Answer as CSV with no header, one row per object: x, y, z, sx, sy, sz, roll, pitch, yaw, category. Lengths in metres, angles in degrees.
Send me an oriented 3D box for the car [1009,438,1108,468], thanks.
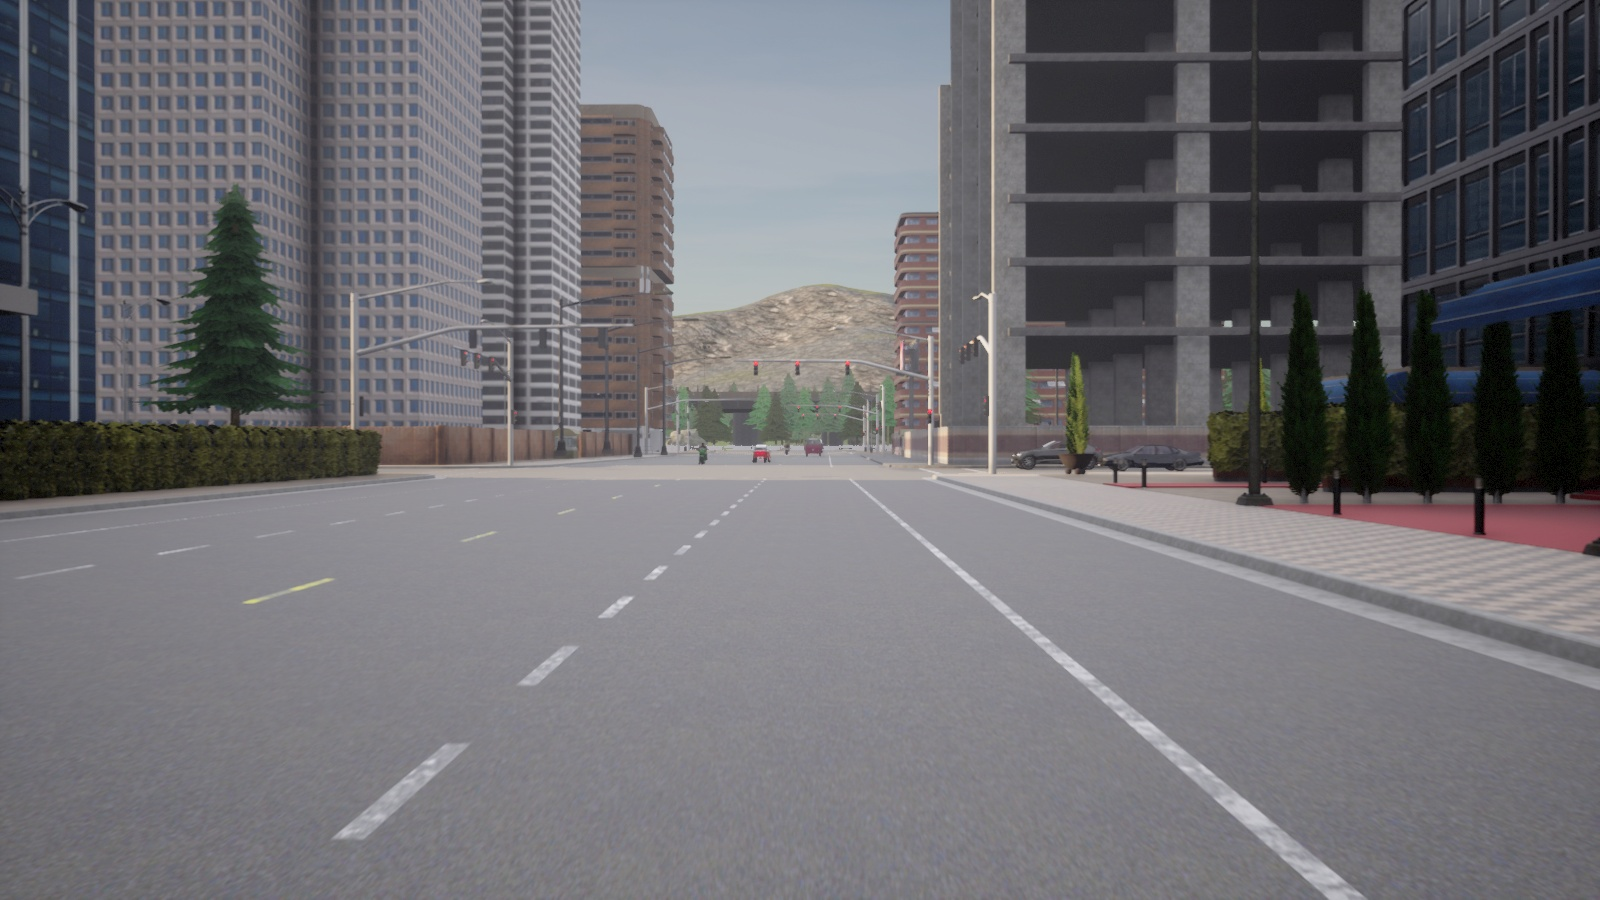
14.280,0.144,69.618,5.027,1.651,2.152,0,0,1,car

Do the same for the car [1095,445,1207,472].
18.429,0.436,66.069,5.357,1.411,2.033,0,0,1,car

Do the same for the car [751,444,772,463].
-2.933,0.262,95.231,1.481,1.376,2.207,0,1,1,car
